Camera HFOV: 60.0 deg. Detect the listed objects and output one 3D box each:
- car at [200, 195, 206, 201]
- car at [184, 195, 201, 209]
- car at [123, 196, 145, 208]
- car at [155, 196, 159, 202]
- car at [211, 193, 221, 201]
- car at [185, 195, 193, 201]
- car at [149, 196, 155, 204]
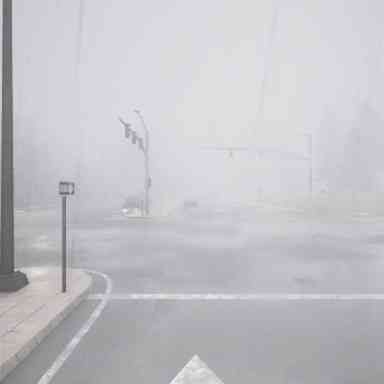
[{"bbox_3d":[2.693,1.524,85.929,1.812,1.442,4.674,0,0,-1],"label":"car"},{"bbox_3d":[-0.153,1.526,44.823,1.812,1.442,4.674,0,0,-1],"label":"car"},{"bbox_3d":[-8.282,1.352,46.767,2.097,1.767,4.553,0,0,-1],"label":"car"},{"bbox_3d":[-8.664,1.588,76.866,1.895,1.301,4.718,0,0,-1],"label":"car"},{"bbox_3d":[6.193,1.225,85.939,2.150,2.045,5.566,0,0,-1],"label":"car"},{"bbox_3d":[-0.806,1.500,85.866,1.837,1.490,4.892,0,0,-1],"label":"car"},{"bbox_3d":[-8.481,1.507,61.662,1.837,1.490,4.892,0,-1,-1],"label":"car"}]
